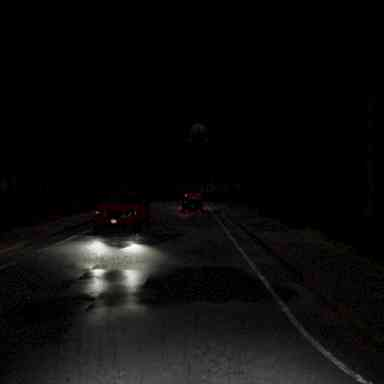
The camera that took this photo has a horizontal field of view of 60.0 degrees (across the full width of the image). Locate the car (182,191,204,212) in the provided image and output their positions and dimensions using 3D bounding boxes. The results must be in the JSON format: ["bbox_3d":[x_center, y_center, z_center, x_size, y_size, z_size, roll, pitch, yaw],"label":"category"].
[{"bbox_3d":[0.073,1.002,31.026,1.882,1.535,5.008,1,1,0],"label":"car"}]

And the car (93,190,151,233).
[{"bbox_3d":[-3.545,0.921,17.869,2.150,2.045,5.566,1,1,0],"label":"car"}]

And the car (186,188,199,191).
[{"bbox_3d":[0.084,0.544,43.054,2.150,2.045,5.566,1,1,0],"label":"car"}]
